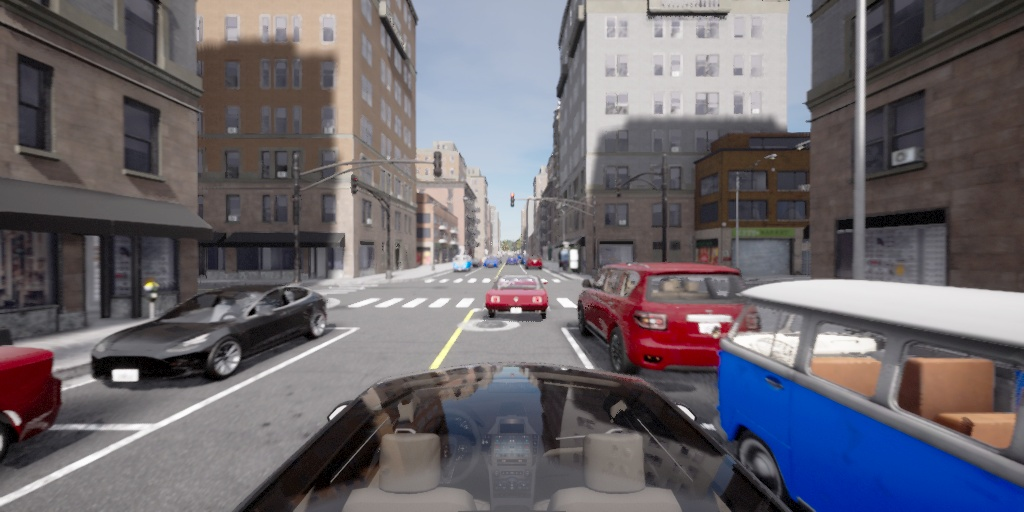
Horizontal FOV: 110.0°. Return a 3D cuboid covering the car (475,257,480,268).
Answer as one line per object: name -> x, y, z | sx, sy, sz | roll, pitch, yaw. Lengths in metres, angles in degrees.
car -> -5.415, 0.951, 49.954 | 1.948, 1.339, 4.313 | 0, 0, 0

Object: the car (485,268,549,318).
car -> 0.298, 1.270, 12.584 | 1.895, 1.301, 4.718 | 0, 0, 4

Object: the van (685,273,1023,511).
van -> 2.637, 1.091, 1.669 | 1.690, 1.789, 3.998 | 0, 0, 0

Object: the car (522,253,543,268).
car -> 2.696, 0.741, 44.551 | 2.192, 1.841, 5.009 | 0, 0, 0

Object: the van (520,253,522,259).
van -> 2.678, 0.643, 60.769 | 1.690, 1.789, 3.998 | 0, 0, 0

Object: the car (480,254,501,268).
car -> -2.846, 0.870, 49.019 | 1.882, 1.535, 5.008 | 0, 0, 0

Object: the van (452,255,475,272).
van -> -5.416, 0.808, 39.142 | 1.690, 1.789, 3.998 | 0, 0, 0

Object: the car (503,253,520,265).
car -> 0.031, 0.635, 63.150 | 2.097, 1.767, 4.553 | 0, 0, 1

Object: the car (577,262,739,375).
car -> 2.636, 1.024, 7.181 | 2.192, 1.841, 5.009 | 0, 0, 0

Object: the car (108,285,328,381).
car -> -5.389, 1.275, 7.179 | 1.948, 1.339, 4.313 | 0, 0, 0

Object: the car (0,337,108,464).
car -> -5.388, 1.296, 1.668 | 1.888, 1.381, 4.507 | 0, 0, 0
